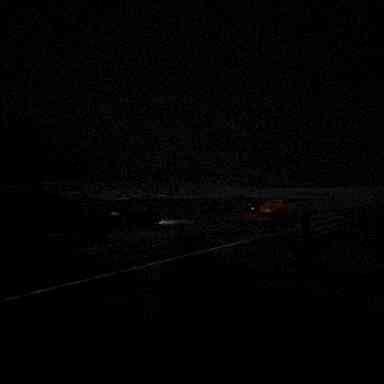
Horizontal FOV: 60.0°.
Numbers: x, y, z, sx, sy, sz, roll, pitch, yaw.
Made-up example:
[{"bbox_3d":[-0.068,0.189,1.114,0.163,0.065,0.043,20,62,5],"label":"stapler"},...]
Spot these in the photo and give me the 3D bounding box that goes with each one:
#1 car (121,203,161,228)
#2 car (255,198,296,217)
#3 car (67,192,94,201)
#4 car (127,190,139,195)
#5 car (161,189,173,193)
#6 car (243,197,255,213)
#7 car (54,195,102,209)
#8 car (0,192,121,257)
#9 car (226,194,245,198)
[{"bbox_3d":[-3.824,1.364,20.757,1.994,1.385,4.181,1,0,37],"label":"car"},{"bbox_3d":[8.000,1.441,30.676,1.882,1.535,5.008,1,0,37],"label":"car"},{"bbox_3d":[-18.128,0.705,54.460,1.994,1.385,4.181,1,1,21],"label":"car"},{"bbox_3d":[-12.465,0.350,68.370,1.812,1.442,4.674,1,2,22],"label":"car"},{"bbox_3d":[-6.318,-0.076,82.360,2.128,1.511,4.902,1,2,24],"label":"car"},{"bbox_3d":[7.685,1.467,36.086,1.837,1.490,4.892,1,0,37],"label":"car"},{"bbox_3d":[-12.963,1.109,38.050,2.128,1.511,4.902,1,0,37],"label":"car"},{"bbox_3d":[-5.640,1.042,12.481,2.150,2.045,5.566,1,1,37],"label":"car"},{"bbox_3d":[8.862,1.358,66.962,2.150,2.045,5.566,1,-1,37],"label":"car"}]
